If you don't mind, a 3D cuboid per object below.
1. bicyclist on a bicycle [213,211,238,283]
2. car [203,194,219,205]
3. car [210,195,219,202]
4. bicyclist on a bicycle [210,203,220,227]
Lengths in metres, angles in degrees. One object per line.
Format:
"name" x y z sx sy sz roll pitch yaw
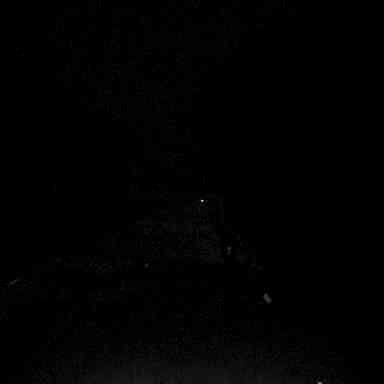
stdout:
"bicyclist on a bicycle" 0.949 1.427 8.669 0.582 1.620 1.656 0 0 1
"car" 3.490 1.491 57.510 2.033 1.411 5.357 0 0 6
"car" 4.945 1.426 73.660 1.882 1.535 5.008 0 0 6
"bicyclist on a bicycle" 1.216 1.410 17.625 0.582 1.620 1.656 0 0 2
